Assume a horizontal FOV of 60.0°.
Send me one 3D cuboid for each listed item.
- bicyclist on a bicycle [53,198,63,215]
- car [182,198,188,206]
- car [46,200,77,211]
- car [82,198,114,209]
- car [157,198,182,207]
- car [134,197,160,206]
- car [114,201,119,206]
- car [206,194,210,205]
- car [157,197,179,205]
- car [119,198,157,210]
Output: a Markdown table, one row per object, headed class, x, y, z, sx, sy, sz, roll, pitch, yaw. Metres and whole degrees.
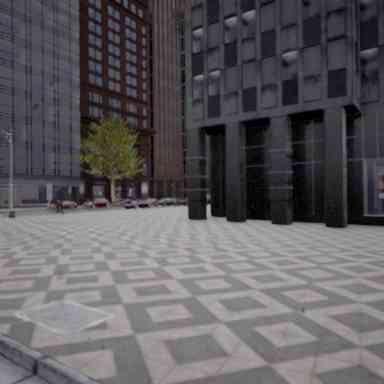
| class | x | y | z | sx | sy | sz | roll | pitch | yaw |
| --- | --- | --- | --- | --- | --- | --- | --- | --- | --- |
| bicyclist on a bicycle | -12.565 | 1.356 | 31.112 | 1.656 | 1.620 | 0.582 | -1 | -1 | 35 |
| car | -0.719 | 1.583 | 53.506 | 1.887 | 1.381 | 4.507 | -1 | 0 | 35 |
| car | -17.336 | 1.792 | 44.422 | 1.802 | 1.307 | 4.206 | -1 | 0 | 35 |
| car | -14.137 | 1.635 | 49.065 | 1.967 | 1.590 | 4.097 | -1 | 0 | 35 |
| car | -4.161 | 1.610 | 53.167 | 1.812 | 1.442 | 4.674 | -1 | -1 | 36 |
| car | -7.829 | 1.697 | 58.210 | 1.752 | 1.417 | 4.829 | -1 | 0 | 35 |
| car | -10.933 | 1.765 | 53.707 | 1.802 | 1.307 | 4.206 | -1 | 0 | 35 |
| car | 2.480 | 1.344 | 58.150 | 2.192 | 1.841 | 5.009 | -1 | 0 | 35 |
| car | -4.531 | 1.728 | 62.993 | 1.947 | 1.339 | 4.313 | -1 | 0 | 35 |
| car | -7.120 | 1.628 | 44.221 | 1.947 | 1.339 | 4.313 | -1 | 0 | 35 |
